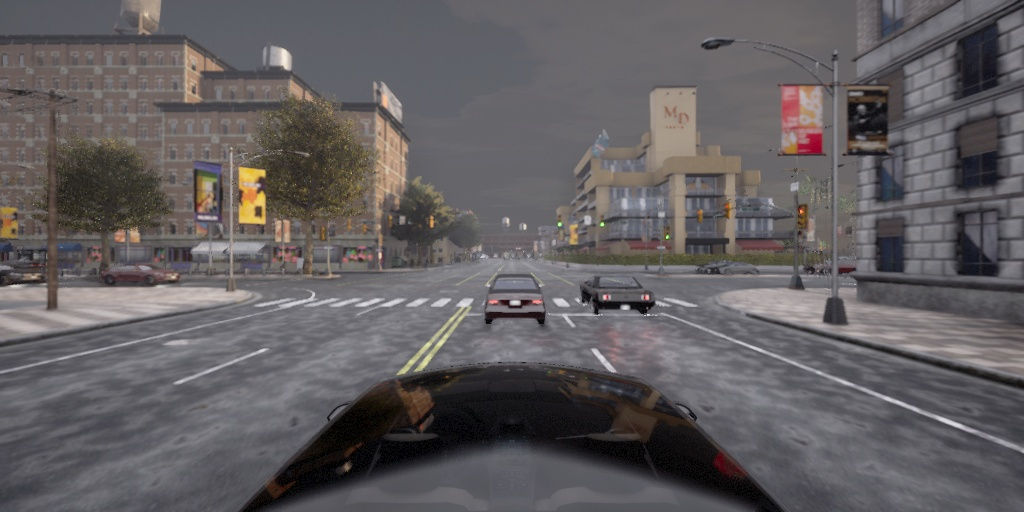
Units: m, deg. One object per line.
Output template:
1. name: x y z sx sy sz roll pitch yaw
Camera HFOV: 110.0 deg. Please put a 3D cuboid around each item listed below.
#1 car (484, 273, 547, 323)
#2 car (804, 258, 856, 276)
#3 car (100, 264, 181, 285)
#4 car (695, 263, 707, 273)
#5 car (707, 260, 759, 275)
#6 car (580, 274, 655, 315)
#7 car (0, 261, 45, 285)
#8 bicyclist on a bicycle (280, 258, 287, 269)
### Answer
1. car: 0.091 1.293 12.081 2.033 1.411 5.357 0 0 0
2. car: 32.920 1.082 36.929 4.553 1.767 2.097 0 0 1
3. car: -26.479 1.267 25.598 4.674 1.442 1.812 0 0 0
4. car: 23.339 1.221 40.516 4.902 1.511 2.128 0 0 0
5. car: 23.018 1.295 37.022 4.181 1.385 1.994 0 0 0
6. car: 3.730 1.345 13.603 1.895 1.301 4.718 0 0 3
7. car: -36.537 1.267 25.655 4.674 1.442 1.812 0 0 0
8. bicyclist on a bicycle: -30.971 1.031 48.603 0.582 1.620 1.656 0 0 0
